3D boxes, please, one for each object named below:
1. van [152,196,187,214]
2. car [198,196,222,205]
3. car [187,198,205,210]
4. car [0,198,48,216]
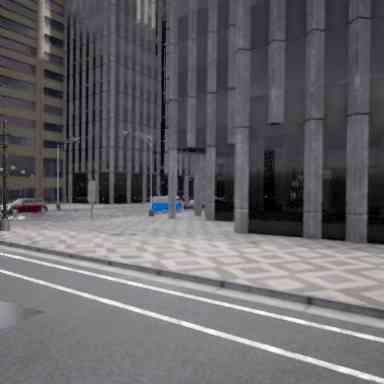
[{"bbox_3d":[-2.707,1.344,35.393,1.690,1.788,3.998,1,1,36],"label":"van"},{"bbox_3d":[3.187,1.407,58.008,1.887,1.381,4.507,1,1,36],"label":"car"},{"bbox_3d":[0.489,1.578,39.797,1.802,1.307,4.206,1,1,36],"label":"car"},{"bbox_3d":[-16.003,1.331,31.601,1.967,1.590,4.097,1,1,36],"label":"car"}]
